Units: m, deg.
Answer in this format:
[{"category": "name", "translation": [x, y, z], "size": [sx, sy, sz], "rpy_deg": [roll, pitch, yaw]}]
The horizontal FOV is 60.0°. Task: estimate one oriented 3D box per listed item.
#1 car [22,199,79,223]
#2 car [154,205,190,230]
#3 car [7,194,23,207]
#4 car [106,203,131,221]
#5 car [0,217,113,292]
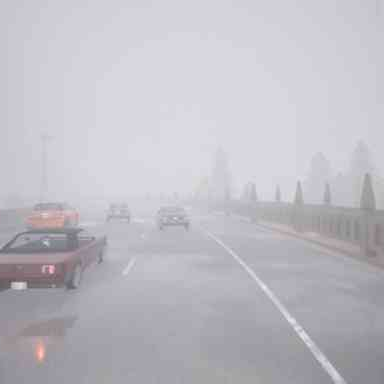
[{"category": "car", "translation": [-8.325, 1.368, 20.313], "size": [2.097, 1.767, 4.553], "rpy_deg": [0, 0, -9]}, {"category": "car", "translation": [-1.346, 1.559, 21.384], "size": [2.033, 1.411, 5.357], "rpy_deg": [0, 0, -9]}, {"category": "car", "translation": [-30.464, 1.405, 57.174], "size": [2.150, 2.045, 5.566], "rpy_deg": [0, 0, -34]}, {"category": "car", "translation": [-5.920, 1.571, 26.774], "size": [2.033, 1.411, 5.357], "rpy_deg": [0, 0, -12]}, {"category": "car", "translation": [-3.597, 1.603, 8.934], "size": [1.895, 1.301, 4.718], "rpy_deg": [0, 0, -3]}]
